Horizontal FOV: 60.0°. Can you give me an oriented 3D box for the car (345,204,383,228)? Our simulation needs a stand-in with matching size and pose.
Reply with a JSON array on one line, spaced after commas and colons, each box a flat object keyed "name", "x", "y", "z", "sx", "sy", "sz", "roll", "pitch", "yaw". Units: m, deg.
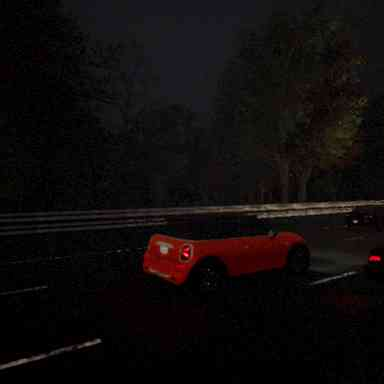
[{"name": "car", "x": 11.208, "y": 1.490, "z": 20.323, "sx": 4.674, "sy": 1.442, "sz": 1.812, "roll": 0, "pitch": 0, "yaw": -35}]

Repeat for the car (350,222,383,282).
[{"name": "car", "x": 6.426, "y": 1.530, "z": 8.321, "sx": 5.357, "sy": 1.411, "sz": 2.033, "roll": 0, "pitch": 0, "yaw": -35}]

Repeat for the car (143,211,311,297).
[{"name": "car", "x": 1.095, "y": 1.341, "z": 8.821, "sx": 4.553, "sy": 1.767, "sz": 2.097, "roll": 0, "pitch": 0, "yaw": -35}]
